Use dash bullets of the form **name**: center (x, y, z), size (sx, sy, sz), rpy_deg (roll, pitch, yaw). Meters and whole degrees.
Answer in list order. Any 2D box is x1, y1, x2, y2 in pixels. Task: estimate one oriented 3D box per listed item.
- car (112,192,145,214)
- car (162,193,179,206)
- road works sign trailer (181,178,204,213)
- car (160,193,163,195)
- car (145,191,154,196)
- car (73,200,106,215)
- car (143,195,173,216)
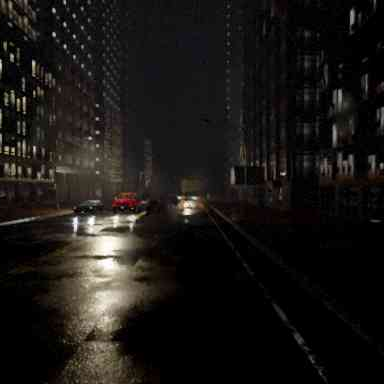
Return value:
- **car**: center (-6.583, 1.106, 34.244), size (2.150, 2.045, 5.566), rpy_deg (0, 0, 0)
- **car**: center (-3.142, 1.305, 51.506), size (1.882, 1.535, 5.008), rpy_deg (0, 0, 0)
- **road works sign trailer**: center (0.012, 0.346, 35.268), size (2.380, 3.560, 2.880), rpy_deg (0, 0, 1)
- **car**: center (-6.487, 1.056, 75.842), size (1.882, 1.535, 5.008), rpy_deg (0, 0, 0)
- **car**: center (-9.737, 0.858, 74.007), size (2.150, 2.045, 5.566), rpy_deg (0, 0, 0)
- **car**: center (-9.839, 1.492, 32.172), size (1.895, 1.301, 4.718), rpy_deg (0, 0, 0)
- **car**: center (-3.145, 1.371, 31.599), size (1.882, 1.535, 5.008), rpy_deg (0, 0, 0)
